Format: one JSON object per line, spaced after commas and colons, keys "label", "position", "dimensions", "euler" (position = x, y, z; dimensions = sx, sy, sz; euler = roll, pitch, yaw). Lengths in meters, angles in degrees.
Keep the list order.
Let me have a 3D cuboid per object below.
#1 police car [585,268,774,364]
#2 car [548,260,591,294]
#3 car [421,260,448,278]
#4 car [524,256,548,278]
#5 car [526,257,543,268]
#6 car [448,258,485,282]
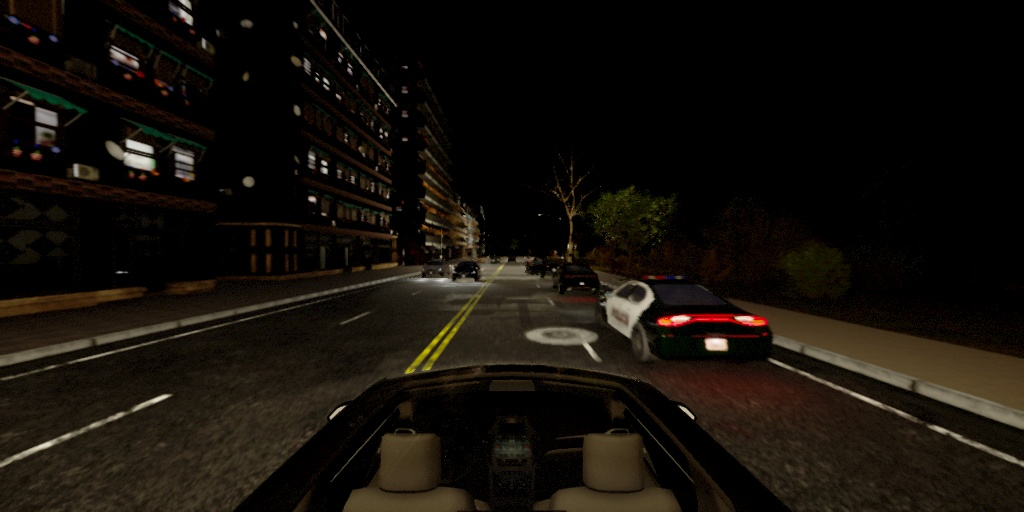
{"label": "police car", "position": [3.249, 1.211, 8.107], "dimensions": [2.038, 1.542, 4.974], "euler": [0, 0, 0]}
{"label": "car", "position": [3.247, 1.107, 19.107], "dimensions": [1.882, 1.535, 5.008], "euler": [0, 0, 0]}
{"label": "car", "position": [-6.587, 1.069, 31.478], "dimensions": [1.812, 1.442, 4.674], "euler": [0, 0, 0]}
{"label": "car", "position": [2.745, 1.038, 30.975], "dimensions": [2.128, 1.511, 4.902], "euler": [0, 0, -16]}
{"label": "car", "position": [3.239, 0.902, 52.137], "dimensions": [2.163, 1.488, 4.792], "euler": [0, 0, 0]}
{"label": "car", "position": [-3.345, 1.099, 27.144], "dimensions": [1.812, 1.442, 4.674], "euler": [0, 0, 0]}
